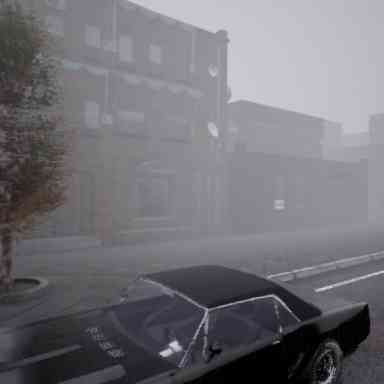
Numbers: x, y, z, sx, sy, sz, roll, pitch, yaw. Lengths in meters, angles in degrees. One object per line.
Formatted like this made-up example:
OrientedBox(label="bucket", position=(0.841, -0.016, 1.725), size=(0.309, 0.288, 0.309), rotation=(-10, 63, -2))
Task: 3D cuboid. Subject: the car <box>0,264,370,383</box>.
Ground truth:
OrientedBox(label="car", position=(-0.149, 1.602, 3.580), size=(4.718, 1.301, 1.895), rotation=(0, 0, -35))
